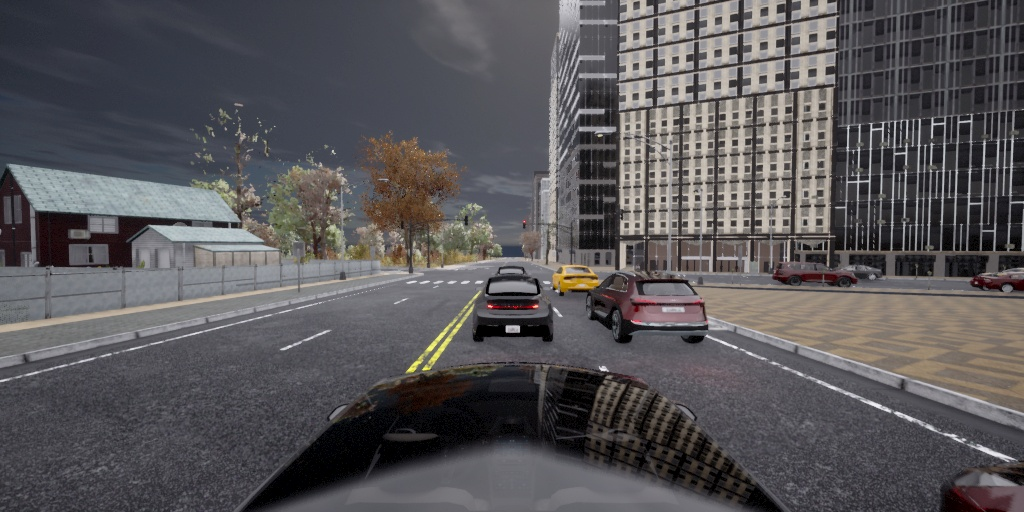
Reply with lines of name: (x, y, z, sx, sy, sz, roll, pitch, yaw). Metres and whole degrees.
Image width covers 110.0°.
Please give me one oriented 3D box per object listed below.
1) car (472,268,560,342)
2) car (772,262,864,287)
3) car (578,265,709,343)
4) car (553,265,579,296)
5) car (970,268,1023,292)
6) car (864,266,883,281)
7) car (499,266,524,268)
car: (0.030, 1.252, 9.774, 1.837, 1.490, 4.892, 0, 0, 0)
car: (22.967, 1.393, 27.478, 5.009, 1.841, 2.192, 0, 0, 20)
car: (3.335, 1.177, 9.649, 2.033, 1.649, 4.856, 0, 0, 0)
car: (3.285, 1.224, 19.254, 1.882, 1.535, 5.008, 0, 0, 0)
car: (33.620, 1.715, 23.599, 4.507, 1.381, 1.888, 0, 0, 20)
car: (30.990, 1.468, 32.941, 4.403, 1.370, 2.007, 0, 0, 20)
car: (-0.030, 1.251, 18.441, 1.837, 1.490, 4.892, 0, 0, 0)
